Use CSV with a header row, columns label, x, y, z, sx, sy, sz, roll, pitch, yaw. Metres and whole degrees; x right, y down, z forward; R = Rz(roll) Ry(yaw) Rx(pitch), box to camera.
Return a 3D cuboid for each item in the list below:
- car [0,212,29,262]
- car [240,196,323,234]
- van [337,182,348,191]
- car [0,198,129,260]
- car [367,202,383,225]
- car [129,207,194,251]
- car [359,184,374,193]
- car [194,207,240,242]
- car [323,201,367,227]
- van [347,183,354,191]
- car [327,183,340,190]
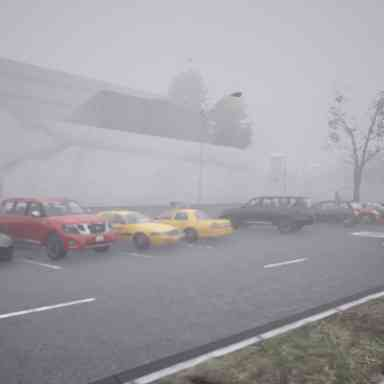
label,x,y,z,sx,sy,sz,roll,pitch,yaw
car,-7.803,1.520,10.943,4.792,1.488,2.163,-1,-1,35
car,4.360,1.265,19.675,5.566,2.045,2.435,-1,-1,35
van,38.363,-1.356,83.656,1.878,1.987,4.442,7,3,35
car,-5.360,1.241,12.690,5.566,2.045,2.435,-1,-1,35
car,11.696,1.436,24.909,4.553,1.767,2.185,-1,-1,34
car,-2.786,1.489,14.336,5.366,1.575,1.946,-1,-1,35
car,41.848,-0.583,78.819,2.231,1.521,4.892,7,3,35
car,-0.653,1.499,16.282,5.366,1.575,1.946,-1,-1,35
car,9.301,1.418,23.125,4.553,1.767,2.185,-1,-1,35
van,40.091,-1.083,81.183,1.878,1.987,4.442,7,3,35
car,36.790,-1.402,86.387,1.946,1.575,5.366,7,3,35
